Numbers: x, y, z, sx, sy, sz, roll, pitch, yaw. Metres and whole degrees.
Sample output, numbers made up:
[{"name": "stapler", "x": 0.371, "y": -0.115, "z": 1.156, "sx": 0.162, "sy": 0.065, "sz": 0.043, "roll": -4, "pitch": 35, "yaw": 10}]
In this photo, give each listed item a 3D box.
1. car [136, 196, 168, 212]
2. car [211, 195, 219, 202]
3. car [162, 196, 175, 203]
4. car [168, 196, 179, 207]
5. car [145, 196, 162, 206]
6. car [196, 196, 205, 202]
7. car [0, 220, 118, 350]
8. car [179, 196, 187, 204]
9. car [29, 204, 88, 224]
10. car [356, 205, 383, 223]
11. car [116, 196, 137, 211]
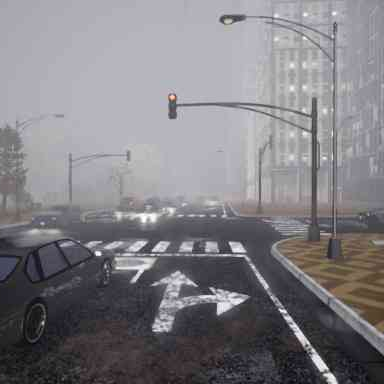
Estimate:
[{"name": "car", "x": -4.510, "y": 1.483, "z": 38.186, "sx": 2.128, "sy": 1.511, "sz": 4.902, "roll": 0, "pitch": 0, "yaw": 4}, {"name": "car", "x": 5.407, "y": 1.485, "z": 78.826, "sx": 1.882, "sy": 1.535, "sz": 5.008, "roll": 0, "pitch": 0, "yaw": 5}, {"name": "car", "x": -4.987, "y": 1.531, "z": 71.307, "sx": 2.033, "sy": 1.411, "sz": 5.357, "roll": 0, "pitch": 0, "yaw": 5}, {"name": "car", "x": -3.528, "y": 1.593, "z": 50.334, "sx": 1.895, "sy": 1.301, "sz": 4.718, "roll": 0, "pitch": 0, "yaw": 5}, {"name": "car", "x": -6.335, "y": 1.470, "z": 55.804, "sx": 1.882, "sy": 1.535, "sz": 5.008, "roll": 0, "pitch": 0, "yaw": 5}, {"name": "car", "x": 2.051, "y": 1.558, "z": 77.661, "sx": 1.994, "sy": 1.385, "sz": 4.181, "roll": 0, "pitch": 0, "yaw": 5}, {"name": "car", "x": -3.049, "y": 1.546, "z": 6.262, "sx": 2.033, "sy": 1.411, "sz": 5.357, "roll": 0, "pitch": 0, "yaw": 5}, {"name": "car", "x": -2.210, "y": 1.475, "z": 65.738, "sx": 1.882, "sy": 1.535, "sz": 5.008, "roll": 0, "pitch": 0, "yaw": 5}, {"name": "car", "x": -8.968, "y": 1.537, "z": 22.979, "sx": 2.033, "sy": 1.411, "sz": 5.357, "roll": 0, "pitch": 0, "yaw": 4}, {"name": "car", "x": 14.408, "y": 1.388, "z": 22.961, "sx": 5.357, "sy": 1.411, "sz": 2.033, "roll": 0, "pitch": 0, "yaw": 5}, {"name": "car", "x": -7.605, "y": 1.342, "z": 40.342, "sx": 2.097, "sy": 1.767, "sz": 4.553, "roll": 0, "pitch": 0, "yaw": 5}]
